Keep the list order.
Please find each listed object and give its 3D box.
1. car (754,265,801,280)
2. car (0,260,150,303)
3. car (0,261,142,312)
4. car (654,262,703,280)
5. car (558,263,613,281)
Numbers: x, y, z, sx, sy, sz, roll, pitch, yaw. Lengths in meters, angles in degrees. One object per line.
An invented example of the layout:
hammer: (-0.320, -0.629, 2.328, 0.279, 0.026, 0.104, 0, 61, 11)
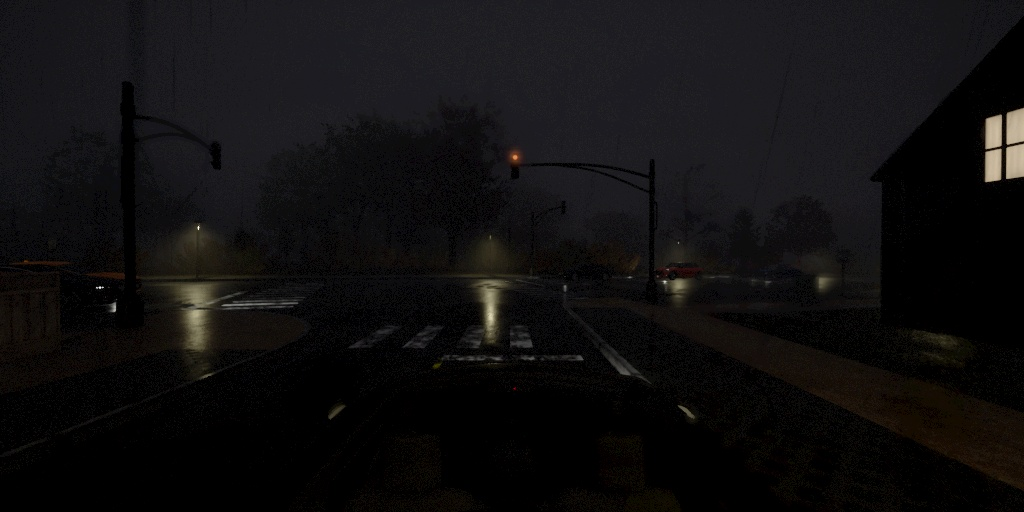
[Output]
car: (27.717, 1.651, 37.454, 5.008, 1.535, 1.882, 1, 0, -16)
car: (-18.326, 0.956, 14.400, 5.008, 1.535, 1.882, 1, 0, -21)
car: (-15.955, 1.019, 11.840, 4.902, 1.511, 2.128, 1, 0, -22)
car: (15.607, 1.340, 33.769, 4.553, 1.767, 2.097, 1, 0, -17)
car: (6.291, 1.350, 30.698, 4.892, 1.490, 1.837, 1, 0, -18)
